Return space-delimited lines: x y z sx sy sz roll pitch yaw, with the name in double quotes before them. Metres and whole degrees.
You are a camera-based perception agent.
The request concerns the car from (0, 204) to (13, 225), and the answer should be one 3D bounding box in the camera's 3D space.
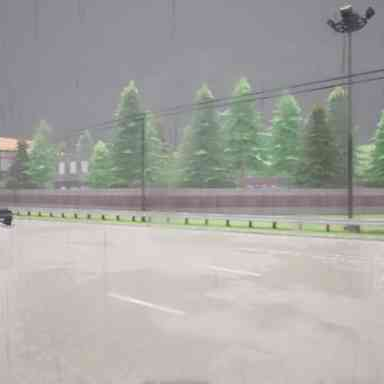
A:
"car" -14.080 1.518 22.639 4.892 1.490 1.837 0 0 36
